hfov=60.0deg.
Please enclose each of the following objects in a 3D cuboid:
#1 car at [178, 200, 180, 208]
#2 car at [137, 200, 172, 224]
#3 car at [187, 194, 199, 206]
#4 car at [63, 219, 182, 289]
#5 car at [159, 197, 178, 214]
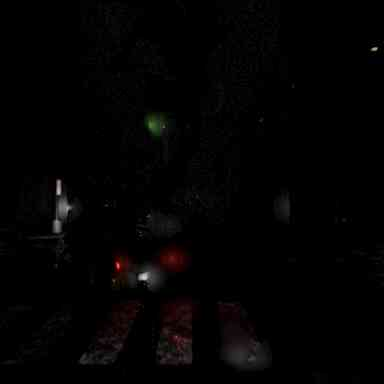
[{"bbox_3d":[-2.719,1.428,45.854,1.882,1.535,5.008,0,0,-2],"label":"car"},{"bbox_3d":[-2.810,1.525,24.324,1.994,1.385,4.181,0,0,0],"label":"car"},{"bbox_3d":[0.114,1.455,54.752,1.837,1.490,4.892,0,0,0],"label":"car"},{"bbox_3d":[-2.206,1.568,9.252,1.895,1.301,4.718,1,0,-32],"label":"car"},{"bbox_3d":[-2.774,1.459,34.682,1.837,1.490,4.892,0,0,0],"label":"car"}]
